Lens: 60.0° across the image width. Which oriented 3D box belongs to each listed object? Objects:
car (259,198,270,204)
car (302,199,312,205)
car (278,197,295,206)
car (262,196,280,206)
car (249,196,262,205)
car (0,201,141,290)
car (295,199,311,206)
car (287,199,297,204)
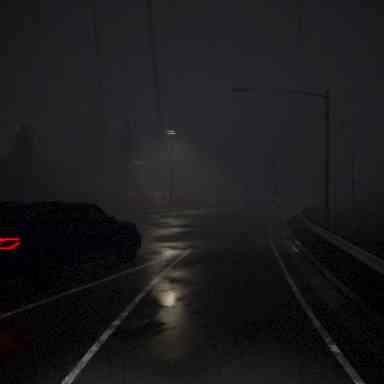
[{"bbox_3d":[19.195,2.347,87.638,1.812,1.442,4.674,0,-1,24],"label":"car"},{"bbox_3d":[28.808,2.448,83.416,1.895,1.301,4.718,0,-1,24],"label":"car"},{"bbox_3d":[21.547,2.381,75.657,1.812,1.442,4.674,0,-1,24],"label":"car"},{"bbox_3d":[18.336,2.202,77.048,2.097,1.767,4.553,0,-1,24],"label":"car"},{"bbox_3d":[14.992,2.057,78.139,2.150,2.045,5.566,0,-1,24],"label":"car"},{"bbox_3d":[-3.708,1.287,9.678,2.150,2.045,5.566,0,0,24],"label":"car"},{"bbox_3d":[24.760,2.463,74.268,1.895,1.301,4.718,0,-1,24],"label":"car"},{"bbox_3d":[25.607,2.438,84.832,1.895,1.301,4.718,0,-1,24],"label":"car"}]
